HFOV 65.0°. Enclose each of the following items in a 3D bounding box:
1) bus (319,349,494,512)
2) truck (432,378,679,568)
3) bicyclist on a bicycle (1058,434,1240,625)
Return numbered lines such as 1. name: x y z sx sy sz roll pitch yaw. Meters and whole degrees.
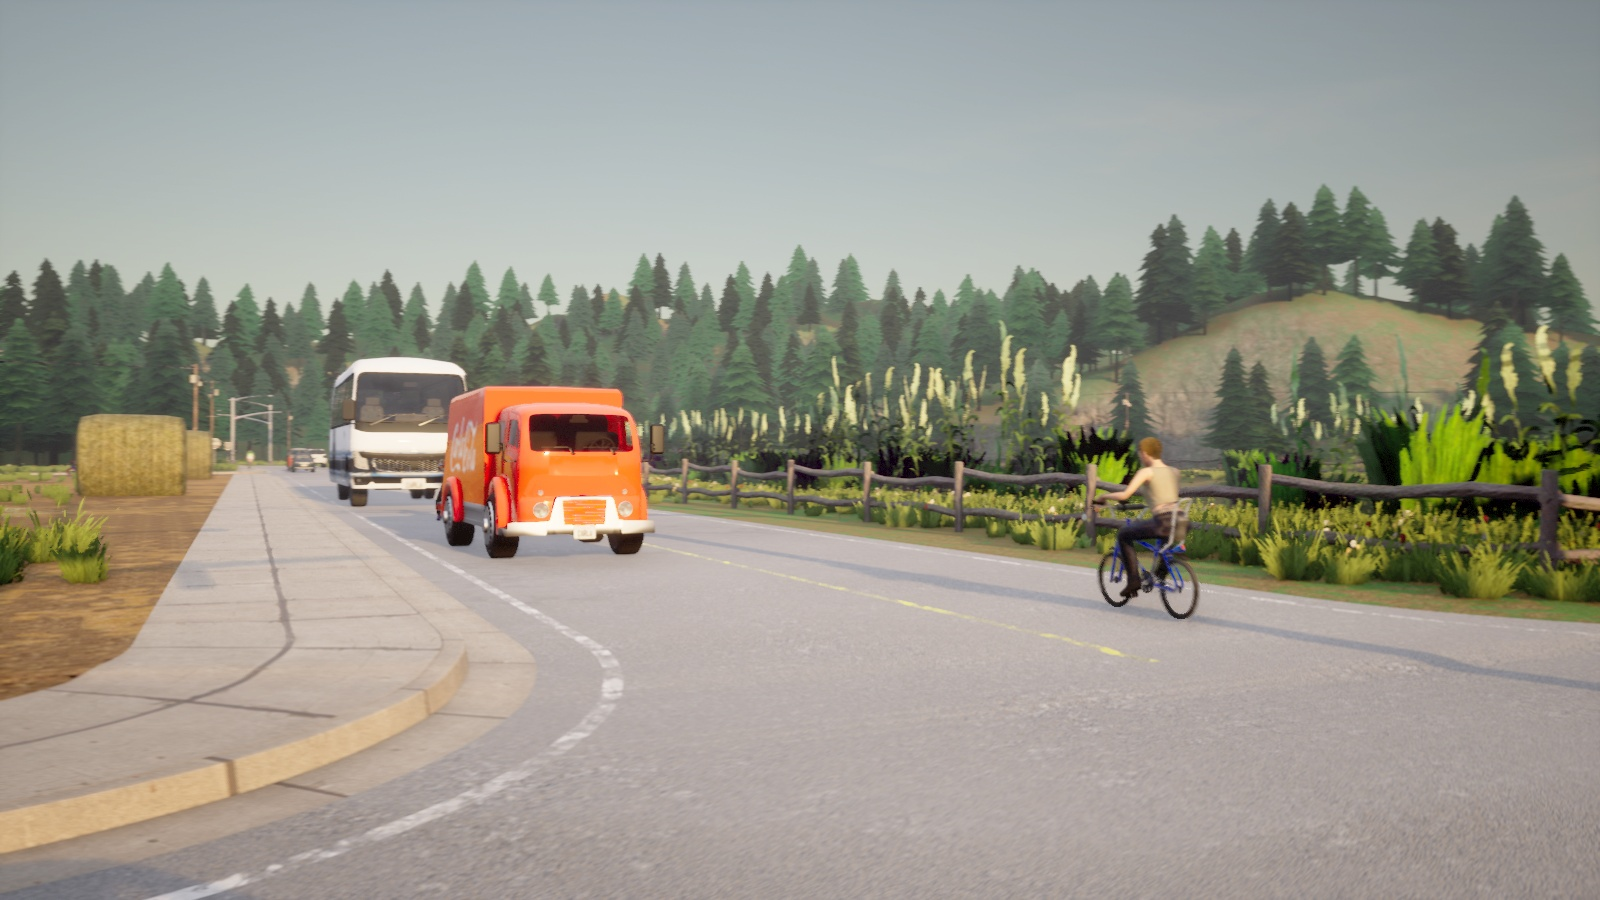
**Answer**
1. bus: -12.235 -0.483 38.188 3.944 4.253 10.273 0 0 -24
2. truck: -3.939 0.309 19.284 2.627 2.467 5.204 0 0 -24
3. bicyclist on a bicycle: 3.155 0.678 11.493 0.866 1.612 1.509 -1 0 -20
